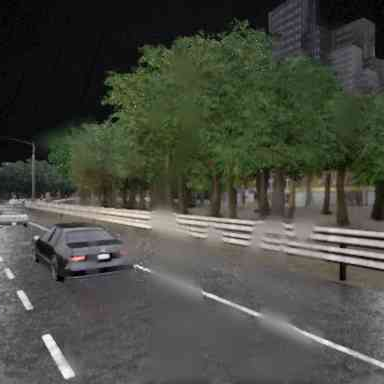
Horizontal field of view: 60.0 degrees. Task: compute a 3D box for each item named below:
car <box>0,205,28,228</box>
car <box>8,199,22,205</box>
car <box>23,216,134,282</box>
[{"bbox_3d":[-13.495,1.888,24.697,1.895,1.301,4.718,0,-1,-34],"label":"car"},{"bbox_3d":[-40.300,2.400,75.920,1.812,1.442,4.674,0,-1,-10],"label":"car"},{"bbox_3d":[-3.614,1.670,10.297,2.033,1.411,5.357,0,-1,-34],"label":"car"}]
